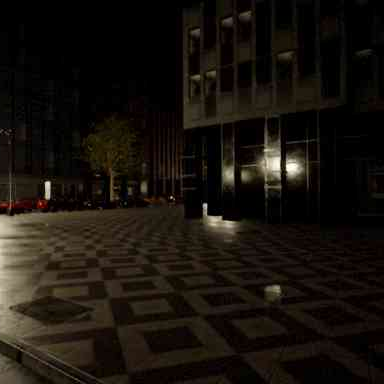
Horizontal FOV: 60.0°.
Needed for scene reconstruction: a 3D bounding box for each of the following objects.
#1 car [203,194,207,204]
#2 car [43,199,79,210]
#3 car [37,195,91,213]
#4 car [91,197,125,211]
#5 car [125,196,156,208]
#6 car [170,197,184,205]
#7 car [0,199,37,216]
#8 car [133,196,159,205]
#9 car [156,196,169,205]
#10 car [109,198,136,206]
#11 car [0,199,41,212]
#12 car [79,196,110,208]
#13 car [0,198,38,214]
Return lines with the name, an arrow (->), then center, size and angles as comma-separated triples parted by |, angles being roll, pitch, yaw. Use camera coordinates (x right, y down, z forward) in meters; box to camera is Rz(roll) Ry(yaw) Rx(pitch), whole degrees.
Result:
car -> 2.258, 1.206, 58.381 | 2.192, 1.841, 5.009 | -1, 0, 35
car -> -17.585, 1.621, 44.691 | 1.802, 1.307, 4.206 | -1, 0, 35
car -> -13.790, 1.274, 35.201 | 2.192, 1.841, 5.009 | -1, 0, 35
car -> -10.578, 1.508, 39.836 | 1.947, 1.339, 4.313 | -1, 0, 35
car -> -7.369, 1.493, 44.471 | 1.947, 1.339, 4.313 | -1, 0, 35
car -> -0.950, 1.446, 53.744 | 1.887, 1.381, 4.507 | -1, 0, 35
car -> -16.997, 1.560, 30.563 | 1.802, 1.307, 4.206 | -1, 0, 35
car -> -8.052, 1.524, 58.461 | 1.752, 1.417, 4.829 | -1, 0, 35
car -> -6.672, 1.447, 55.535 | 1.882, 1.535, 5.008 | -1, -1, 35
car -> -11.164, 1.592, 53.964 | 1.802, 1.307, 4.206 | -1, 0, 35
car -> -20.795, 1.621, 40.055 | 1.947, 1.339, 4.313 | -1, 0, 35
car -> -14.376, 1.464, 49.328 | 1.967, 1.590, 4.097 | -1, 0, 35
car -> -19.855, 1.510, 36.574 | 1.882, 1.535, 5.008 | -1, 0, 35
